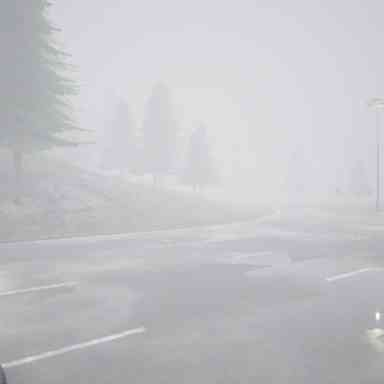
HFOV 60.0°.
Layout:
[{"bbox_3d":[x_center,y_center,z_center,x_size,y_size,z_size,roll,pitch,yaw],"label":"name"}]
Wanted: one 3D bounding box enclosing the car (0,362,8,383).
[{"bbox_3d":[-3.747,1.221,1.072,5.566,2.045,2.150,0,0,-36],"label":"car"}]
